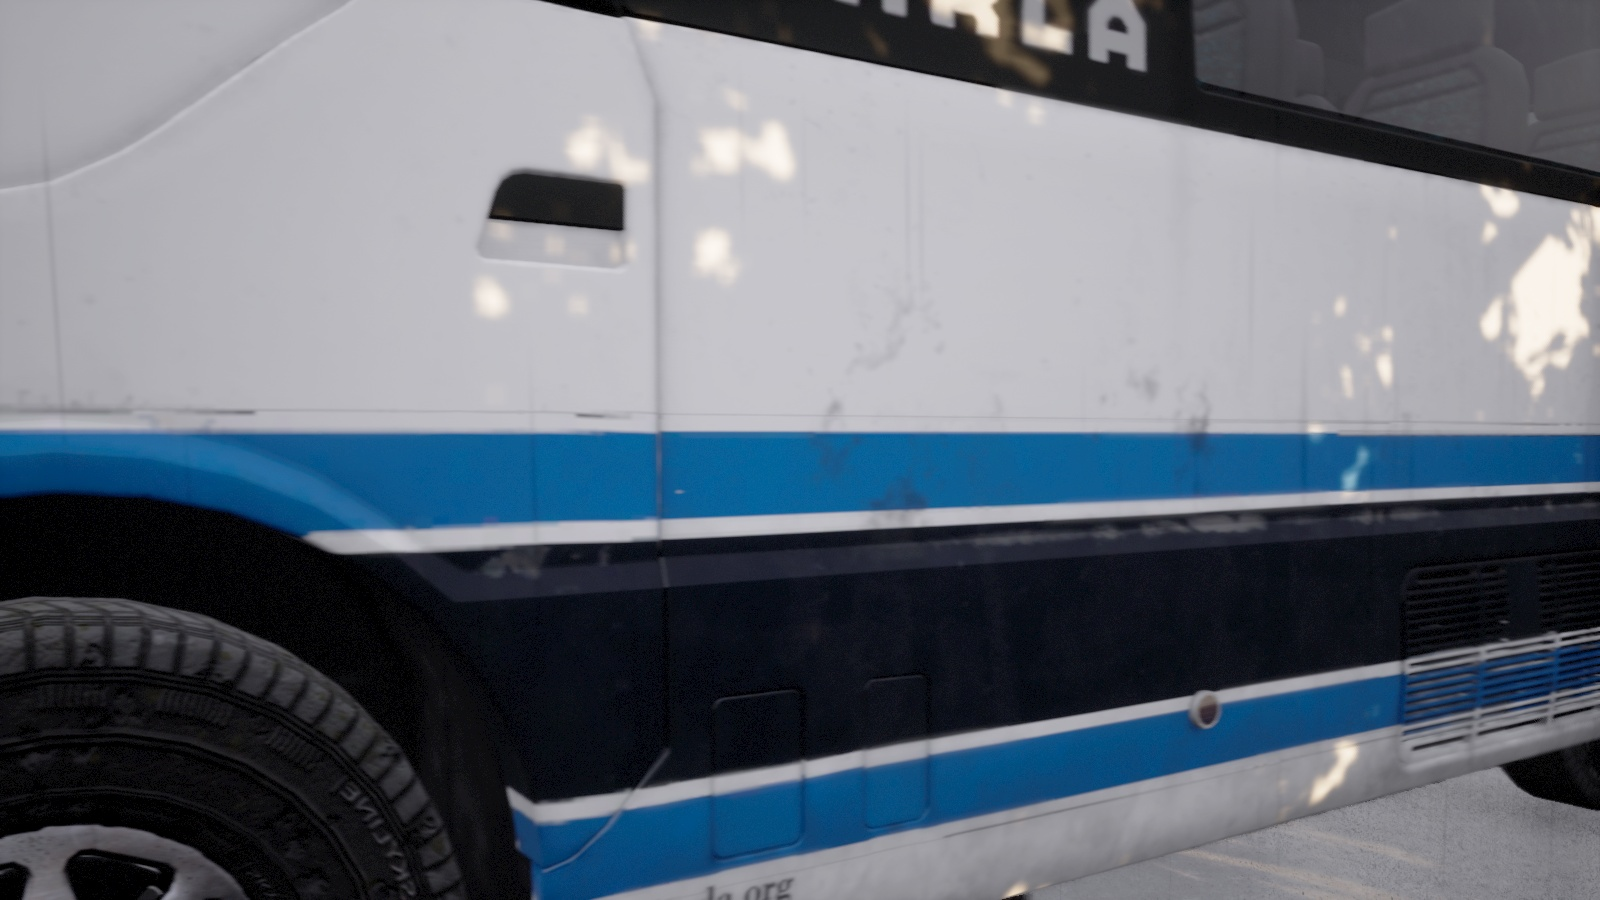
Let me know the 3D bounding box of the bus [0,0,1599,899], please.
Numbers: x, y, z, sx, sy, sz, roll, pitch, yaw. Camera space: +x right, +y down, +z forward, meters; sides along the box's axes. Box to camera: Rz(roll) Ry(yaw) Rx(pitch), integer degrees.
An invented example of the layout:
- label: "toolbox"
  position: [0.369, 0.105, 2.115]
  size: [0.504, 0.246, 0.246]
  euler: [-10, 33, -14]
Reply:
- label: "bus"
  position: [0.629, -0.622, 4.667]
  size: [10.273, 4.253, 3.944]
  euler: [-1, 0, -33]
